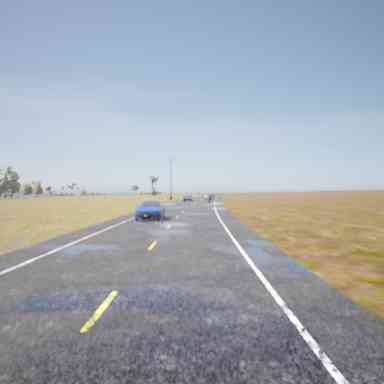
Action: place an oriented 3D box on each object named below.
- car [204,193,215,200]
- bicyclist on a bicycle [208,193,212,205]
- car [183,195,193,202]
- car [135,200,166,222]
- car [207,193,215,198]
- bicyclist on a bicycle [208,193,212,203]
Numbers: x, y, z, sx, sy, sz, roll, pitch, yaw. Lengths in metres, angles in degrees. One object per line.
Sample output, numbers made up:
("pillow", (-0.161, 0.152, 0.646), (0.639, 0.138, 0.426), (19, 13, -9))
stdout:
("car", (3.976, 1.222, 80.043), (1.895, 1.301, 4.718), (0, 0, 6))
("bicyclist on a bicycle", (2.753, 1.233, 53.088), (0.582, 1.620, 1.656), (0, 0, 4))
("car", (-0.749, 1.261, 66.439), (2.033, 1.411, 5.357), (0, 0, 5))
("car", (-3.144, 1.375, 25.818), (1.882, 1.535, 5.008), (0, 0, 2))
("car", (5.403, 1.020, 95.266), (2.128, 1.511, 4.902), (0, 0, 5))
("bicyclist on a bicycle", (3.414, 1.110, 62.369), (0.659, 1.776, 1.843), (0, 0, 4))
